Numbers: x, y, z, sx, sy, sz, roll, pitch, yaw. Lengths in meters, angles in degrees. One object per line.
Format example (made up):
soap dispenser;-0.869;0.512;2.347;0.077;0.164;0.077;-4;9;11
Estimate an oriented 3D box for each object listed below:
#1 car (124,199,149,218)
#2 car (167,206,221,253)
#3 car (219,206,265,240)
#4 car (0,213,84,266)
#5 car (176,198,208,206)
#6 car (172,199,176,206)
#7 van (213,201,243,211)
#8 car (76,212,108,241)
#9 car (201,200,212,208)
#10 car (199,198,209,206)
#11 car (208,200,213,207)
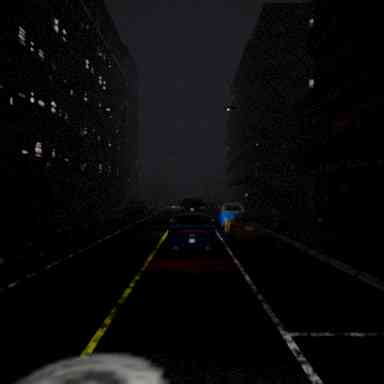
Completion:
car;-5.696;1.648;34.725;2.192;1.841;5.009;-1;-1;0
car;0.010;1.614;14.468;1.882;1.535;5.008;0;0;0
car;2.683;1.694;17.834;1.752;1.417;4.829;-1;-1;0
car;-5.697;1.679;11.985;1.947;1.339;4.313;-1;-1;0
car;0.008;1.493;29.000;2.150;2.045;5.566;0;0;0
car;-2.984;2.202;69.286;1.812;1.442;4.674;0;-1;0
van;2.682;1.563;23.350;1.690;1.788;3.998;-1;-1;0
car;-5.696;1.733;17.669;1.947;1.339;4.313;-1;-1;0
car;2.694;2.162;63.139;1.887;1.381;4.507;-1;-1;0
car;2.695;2.175;74.509;1.967;1.590;4.097;-1;-1;0
car;2.691;2.053;51.769;2.008;1.369;4.403;-1;-1;0
